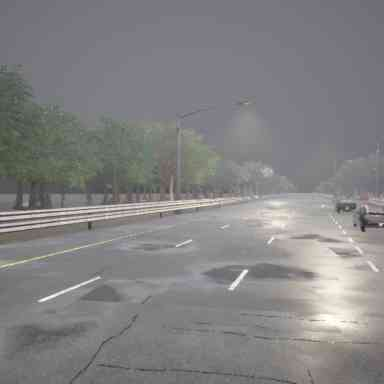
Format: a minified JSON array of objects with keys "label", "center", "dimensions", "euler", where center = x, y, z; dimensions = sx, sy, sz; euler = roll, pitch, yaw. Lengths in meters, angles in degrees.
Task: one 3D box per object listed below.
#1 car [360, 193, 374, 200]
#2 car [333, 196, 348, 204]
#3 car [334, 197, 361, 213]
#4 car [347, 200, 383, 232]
[{"label":"car","center":[43.216,1.210,81.825],"dimensions":[5.566,2.045,2.150],"euler":[0,0,-42]},{"label":"car","center":[28.458,1.561,63.615],"dimensions":[1.994,1.385,4.181],"euler":[0,0,31]},{"label":"car","center":[16.606,1.492,36.019],"dimensions":[1.882,1.535,5.008],"euler":[0,0,20]},{"label":"car","center":[10.794,1.490,19.762],"dimensions":[2.128,1.511,4.902],"euler":[0,0,20]}]
